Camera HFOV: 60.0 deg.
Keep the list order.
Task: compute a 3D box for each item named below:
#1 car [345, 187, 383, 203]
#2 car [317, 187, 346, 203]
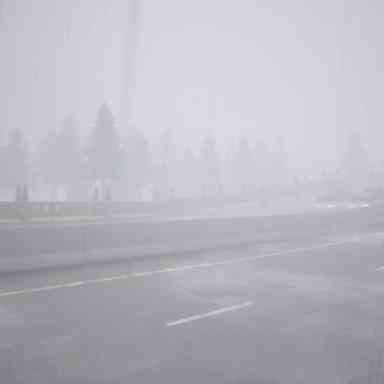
[{"bbox_3d":[18.474,0.208,34.163,5.357,1.411,2.033,-8,4,-34],"label":"car"},{"bbox_3d":[15.685,0.271,36.494,4.892,1.490,1.837,-7,4,-34],"label":"car"}]
